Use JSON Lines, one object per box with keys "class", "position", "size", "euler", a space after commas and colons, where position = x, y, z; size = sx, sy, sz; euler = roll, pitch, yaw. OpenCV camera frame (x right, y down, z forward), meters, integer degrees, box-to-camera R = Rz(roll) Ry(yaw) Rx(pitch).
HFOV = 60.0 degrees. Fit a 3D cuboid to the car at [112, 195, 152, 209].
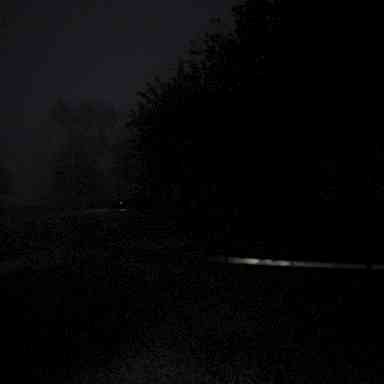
{"class": "car", "position": [-6.803, 1.085, 38.030], "size": [1.882, 1.535, 5.008], "euler": [-1, 1, 42]}
